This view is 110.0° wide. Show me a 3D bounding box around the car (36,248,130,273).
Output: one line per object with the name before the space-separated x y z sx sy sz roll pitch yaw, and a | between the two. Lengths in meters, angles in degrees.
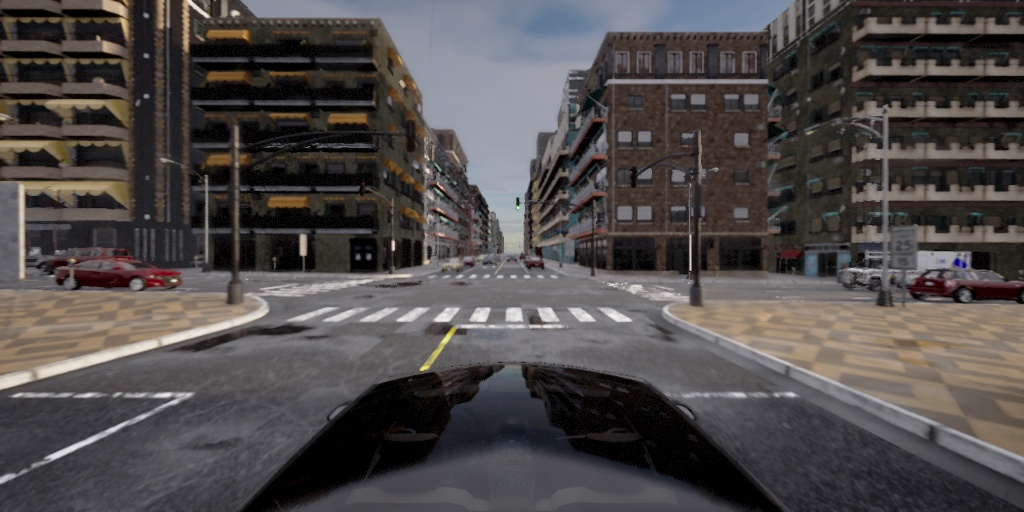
car | -28.653 0.377 24.191 5.009 1.841 2.192 0 0 0

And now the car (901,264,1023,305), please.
car | 20.830 1.303 16.242 4.097 1.591 1.967 0 0 0

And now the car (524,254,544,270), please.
car | 2.680 0.771 40.561 1.888 1.381 4.507 0 0 0

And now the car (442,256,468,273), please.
car | -5.699 0.825 34.880 1.751 1.417 4.829 0 0 0

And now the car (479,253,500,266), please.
car | -3.066 0.662 50.038 1.994 1.385 4.181 0 1 0

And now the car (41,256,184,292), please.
car | -17.267 0.816 15.902 4.507 1.381 1.888 0 0 0

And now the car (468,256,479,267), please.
car | -5.703 0.697 46.096 1.888 1.381 4.507 0 0 0

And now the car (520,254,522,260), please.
car | 2.675 0.586 57.130 1.802 1.307 4.207 0 0 0

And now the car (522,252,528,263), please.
car | 2.678 0.592 46.084 1.967 1.591 4.097 0 0 0

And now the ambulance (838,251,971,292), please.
ambulance | 23.764 0.918 21.917 6.366 2.431 2.351 1 0 0
